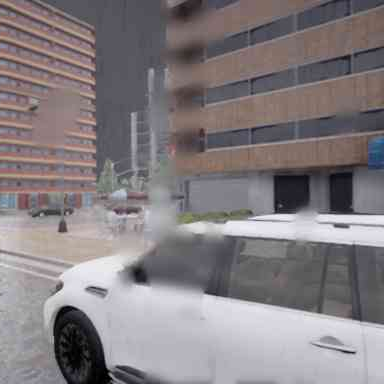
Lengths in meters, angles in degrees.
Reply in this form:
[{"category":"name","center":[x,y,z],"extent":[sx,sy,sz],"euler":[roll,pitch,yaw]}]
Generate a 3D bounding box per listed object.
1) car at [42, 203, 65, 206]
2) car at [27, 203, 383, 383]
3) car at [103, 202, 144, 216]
[{"category":"car","center":[-15.413,2.004,36.322],"extent":[1.837,1.490,4.892],"euler":[-1,-1,38]},{"category":"car","center":[0.692,1.248,3.598],"extent":[5.566,2.045,2.150],"euler":[0,0,37]},{"category":"car","center":[-8.088,1.988,39.726],"extent":[1.812,1.442,4.674],"euler":[-1,-1,38]}]
